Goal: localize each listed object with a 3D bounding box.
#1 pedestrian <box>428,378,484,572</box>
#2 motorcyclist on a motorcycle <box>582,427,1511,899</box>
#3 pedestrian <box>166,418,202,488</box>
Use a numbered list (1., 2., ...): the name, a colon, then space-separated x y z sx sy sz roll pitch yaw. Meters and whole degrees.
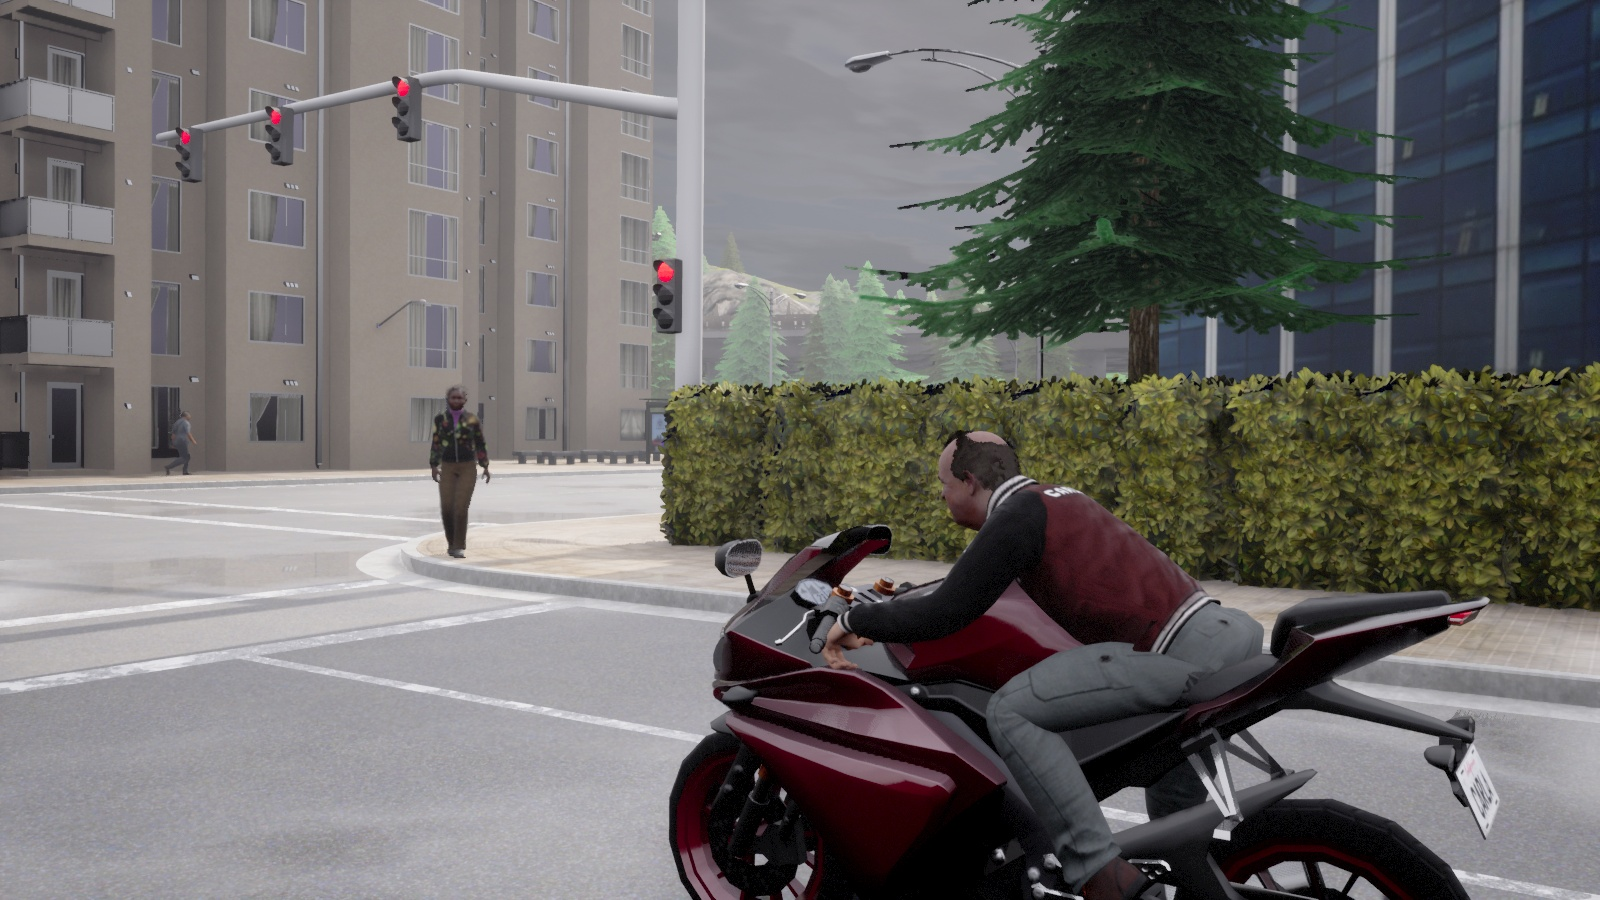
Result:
1. pedestrian: -3.516 0.246 12.877 0.395 1.930 0.692 -1 1 -4
2. motorcyclist on a motorcycle: 0.552 0.717 3.257 2.191 1.530 0.866 0 1 34
3. pedestrian: -16.625 0.078 33.876 0.540 1.848 0.694 0 1 41
